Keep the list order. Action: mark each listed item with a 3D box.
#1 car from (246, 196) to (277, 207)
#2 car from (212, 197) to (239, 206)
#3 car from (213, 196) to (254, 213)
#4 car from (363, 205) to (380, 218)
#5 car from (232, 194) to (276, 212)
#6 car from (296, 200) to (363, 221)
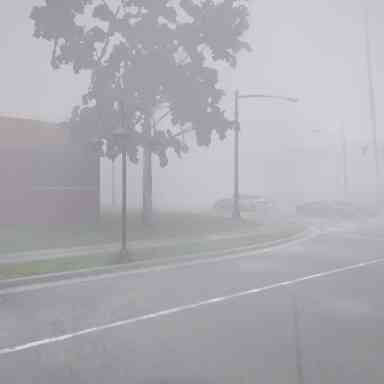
[{"bbox_3d":[11.037,1.477,53.011,1.882,1.535,5.008,0,0,-34],"label":"car"},{"bbox_3d":[5.464,1.601,55.022,1.895,1.301,4.718,0,0,-34],"label":"car"},{"bbox_3d":[4.340,1.505,37.563,1.837,1.490,4.892,0,0,-34],"label":"car"},{"bbox_3d":[13.986,1.506,29.475,1.837,1.490,4.892,0,0,-34],"label":"car"},{"bbox_3d":[6.903,1.222,40.037,2.150,2.045,5.566,0,0,-34],"label":"car"},{"bbox_3d":[11.040,1.478,27.587,1.882,1.535,5.008,0,0,-34],"label":"car"}]
